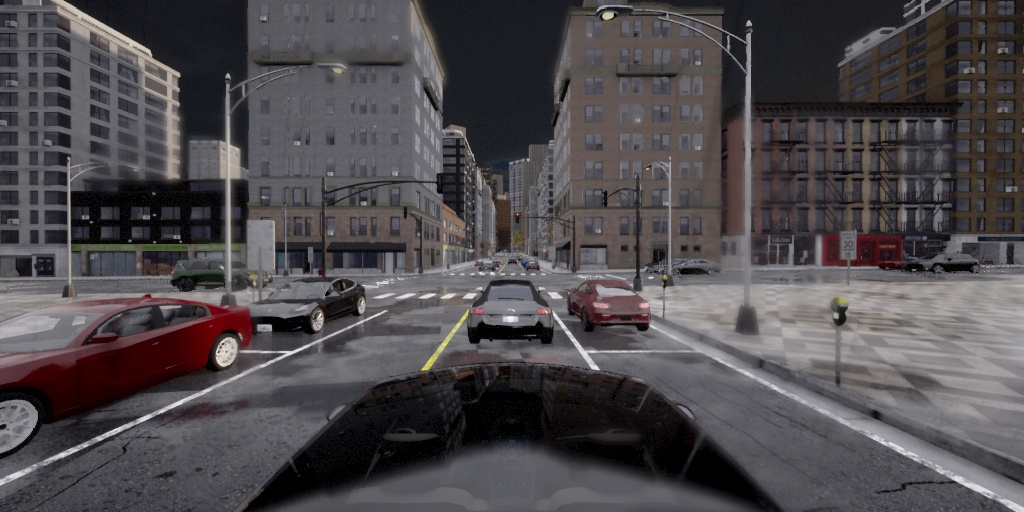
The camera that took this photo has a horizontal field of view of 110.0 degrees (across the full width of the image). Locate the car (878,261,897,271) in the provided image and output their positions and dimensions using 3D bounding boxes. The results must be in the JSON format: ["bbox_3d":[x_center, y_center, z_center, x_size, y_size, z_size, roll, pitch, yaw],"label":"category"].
[{"bbox_3d":[36.991,0.780,33.231,4.718,1.301,1.895,-1,0,0],"label":"car"}]

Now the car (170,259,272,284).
[{"bbox_3d":[-18.652,1.223,23.166,5.566,2.045,2.150,-1,0,-1],"label":"car"}]

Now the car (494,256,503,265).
[{"bbox_3d":[-3.044,1.191,57.893,2.033,1.411,5.357,0,0,0],"label":"car"}]

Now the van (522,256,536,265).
[{"bbox_3d":[2.794,0.999,53.397,1.690,1.789,3.998,0,0,0],"label":"van"}]

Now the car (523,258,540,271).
[{"bbox_3d":[2.778,1.257,47.845,1.802,1.307,4.207,0,0,0],"label":"car"}]

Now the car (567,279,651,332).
[{"bbox_3d":[2.715,1.330,10.634,1.802,1.307,4.207,0,0,0],"label":"car"}]

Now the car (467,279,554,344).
[{"bbox_3d":[-0.038,1.312,9.635,1.994,1.385,4.181,0,0,0],"label":"car"}]

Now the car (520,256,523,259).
[{"bbox_3d":[2.826,1.202,64.505,1.802,1.307,4.207,0,0,0],"label":"car"}]

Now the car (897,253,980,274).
[{"bbox_3d":[35.852,0.563,29.978,4.553,1.767,2.097,-1,0,0],"label":"car"}]

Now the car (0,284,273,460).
[{"bbox_3d":[-5.778,1.294,4.943,1.888,1.381,4.507,0,0,0],"label":"car"}]

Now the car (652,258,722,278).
[{"bbox_3d":[14.814,0.994,29.939,4.902,1.511,2.128,-1,0,0],"label":"car"}]

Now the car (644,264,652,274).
[{"bbox_3d":[14.807,0.977,33.197,4.902,1.511,2.128,-1,0,0],"label":"car"}]

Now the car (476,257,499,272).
[{"bbox_3d":[-3.088,1.207,45.635,1.812,1.442,4.674,0,0,2],"label":"car"}]

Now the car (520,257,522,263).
[{"bbox_3d":[2.810,1.186,58.948,1.888,1.381,4.507,0,0,0],"label":"car"}]

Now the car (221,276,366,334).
[{"bbox_3d":[-5.810,1.314,10.587,1.948,1.339,4.313,0,0,0],"label":"car"}]
